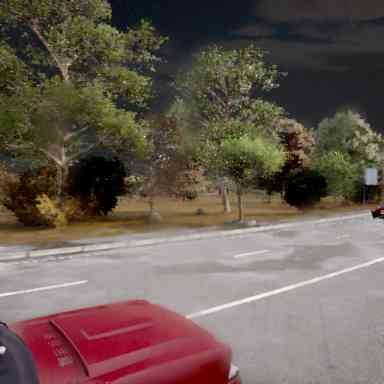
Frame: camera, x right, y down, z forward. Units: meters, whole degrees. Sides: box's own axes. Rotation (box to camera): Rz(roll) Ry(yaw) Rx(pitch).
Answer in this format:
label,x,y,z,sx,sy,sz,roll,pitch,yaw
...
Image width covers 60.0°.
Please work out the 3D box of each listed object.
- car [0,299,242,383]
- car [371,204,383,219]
label,x,y,z,sx,sy,sz,roll,pitch,yaw
car,-1.881,1.610,2.490,4.718,1.301,1.895,0,0,-36
car,17.038,1.627,28.556,1.895,1.301,4.718,0,0,45
